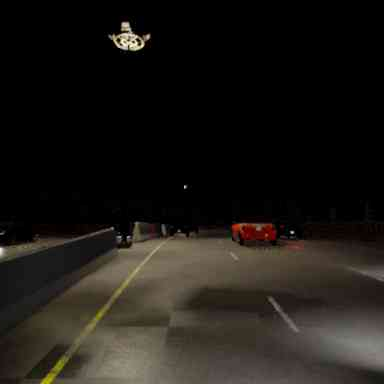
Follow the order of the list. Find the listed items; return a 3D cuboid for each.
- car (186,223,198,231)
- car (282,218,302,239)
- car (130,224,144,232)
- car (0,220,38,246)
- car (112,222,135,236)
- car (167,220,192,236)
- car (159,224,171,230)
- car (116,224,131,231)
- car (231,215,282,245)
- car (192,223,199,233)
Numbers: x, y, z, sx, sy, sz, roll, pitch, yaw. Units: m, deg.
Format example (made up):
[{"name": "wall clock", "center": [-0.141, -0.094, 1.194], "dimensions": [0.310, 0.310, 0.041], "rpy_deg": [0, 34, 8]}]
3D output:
[{"name": "car", "center": [-0.016, 6.883, 64.770], "dimensions": [2.128, 1.511, 4.902], "rpy_deg": [0, -6, 2]}, {"name": "car", "center": [7.093, 2.851, 25.969], "dimensions": [1.837, 1.490, 4.892], "rpy_deg": [0, -6, 0]}, {"name": "car", "center": [-10.519, 6.900, 63.893], "dimensions": [1.895, 1.301, 4.718], "rpy_deg": [0, -6, 0]}, {"name": "car", "center": [-10.605, 2.299, 19.065], "dimensions": [1.994, 1.385, 4.181], "rpy_deg": [0, -4, 0]}, {"name": "car", "center": [-7.108, 3.853, 35.174], "dimensions": [2.033, 1.411, 5.357], "rpy_deg": [0, -6, 0]}, {"name": "car", "center": [-1.235, 3.683, 33.947], "dimensions": [1.837, 1.490, 4.892], "rpy_deg": [0, -6, 0]}, {"name": "car", "center": [-6.293, 8.177, 77.404], "dimensions": [2.033, 1.411, 5.357], "rpy_deg": [-1, -6, 5]}, {"name": "car", "center": [-13.981, 7.293, 68.120], "dimensions": [1.994, 1.385, 4.181], "rpy_deg": [0, -6, 0]}, {"name": "car", "center": [3.594, 2.168, 20.054], "dimensions": [2.097, 1.767, 4.553], "rpy_deg": [0, -4, 0]}, {"name": "car", "center": [-0.010, 5.423, 50.901], "dimensions": [1.882, 1.535, 5.008], "rpy_deg": [0, -6, 0]}]
